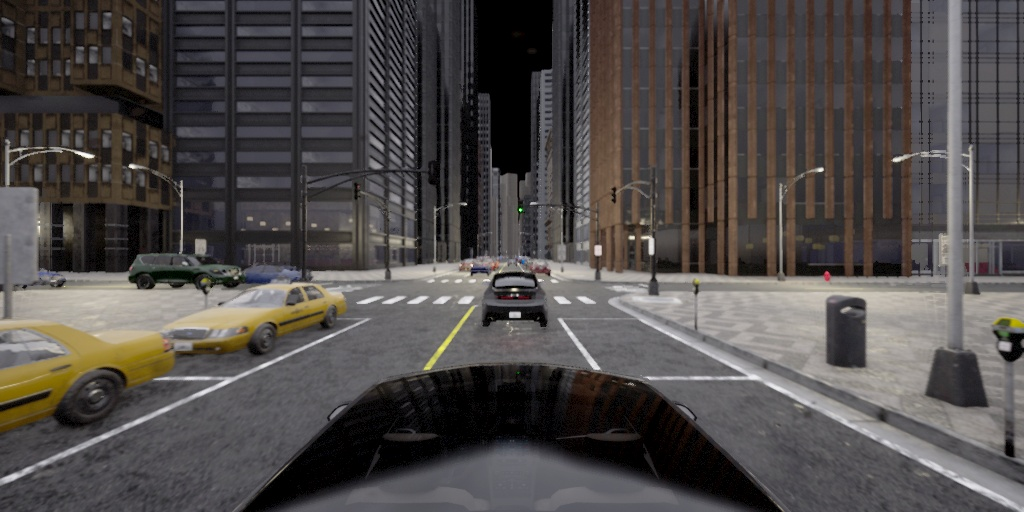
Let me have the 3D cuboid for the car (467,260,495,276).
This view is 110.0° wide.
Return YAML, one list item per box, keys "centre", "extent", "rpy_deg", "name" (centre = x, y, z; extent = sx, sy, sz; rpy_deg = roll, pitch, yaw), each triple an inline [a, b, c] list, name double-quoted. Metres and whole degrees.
- centre: [-3.101, 1.312, 36.192]
  extent: [1.895, 1.301, 4.718]
  rpy_deg: [0, 0, 0]
  name: "car"

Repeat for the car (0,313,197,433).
- centre: [-5.762, 1.274, 3.098]
  extent: [1.751, 1.417, 4.829]
  rpy_deg: [0, 0, 0]
  name: "car"

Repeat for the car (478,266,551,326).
- centre: [0.085, 1.244, 11.579]
  extent: [1.837, 1.490, 4.892]
  rpy_deg: [0, 0, 0]
  name: "car"

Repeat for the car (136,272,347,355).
- centre: [-5.764, 1.267, 8.699]
  extent: [1.751, 1.417, 4.829]
  rpy_deg: [0, 0, 0]
  name: "car"

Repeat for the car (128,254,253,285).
- centre: [-18.529, 0.891, 20.559]
  extent: [5.566, 2.045, 2.150]
  rpy_deg: [0, 0, 1]
  name: "car"

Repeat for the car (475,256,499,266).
- centre: [-3.100, 1.054, 45.886]
  extent: [2.097, 1.767, 4.553]
  rpy_deg: [0, 0, 0]
  name: "car"

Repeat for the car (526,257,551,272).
- centre: [2.752, 1.151, 35.666]
  extent: [1.967, 1.591, 4.097]
  rpy_deg: [0, 0, 0]
  name: "car"

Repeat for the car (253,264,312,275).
- centre: [-16.300, 1.229, 23.937]
  extent: [5.357, 1.411, 2.033]
  rpy_deg: [0, 0, -5]
  name: "car"

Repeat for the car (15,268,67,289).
- centre: [-28.522, 1.165, 20.469]
  extent: [4.674, 1.442, 1.812]
  rpy_deg: [0, 0, 0]
  name: "car"

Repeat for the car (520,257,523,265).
- centre: [2.745, 1.257, 58.102]
  extent: [1.948, 1.339, 4.313]
  rpy_deg: [0, 0, 0]
  name: "car"

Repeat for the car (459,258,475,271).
- centre: [-5.777, 1.141, 46.862]
  extent: [1.967, 1.591, 4.097]
  rpy_deg: [0, 0, 0]
  name: "car"

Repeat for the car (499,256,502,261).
- centre: [-3.088, 1.045, 55.835]
  extent: [2.097, 1.767, 4.553]
  rpy_deg: [0, 0, 0]
  name: "car"

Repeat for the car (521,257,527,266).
- centre: [2.747, 1.246, 52.493]
  extent: [2.007, 1.370, 4.403]
  rpy_deg: [0, 0, 0]
  name: "car"
